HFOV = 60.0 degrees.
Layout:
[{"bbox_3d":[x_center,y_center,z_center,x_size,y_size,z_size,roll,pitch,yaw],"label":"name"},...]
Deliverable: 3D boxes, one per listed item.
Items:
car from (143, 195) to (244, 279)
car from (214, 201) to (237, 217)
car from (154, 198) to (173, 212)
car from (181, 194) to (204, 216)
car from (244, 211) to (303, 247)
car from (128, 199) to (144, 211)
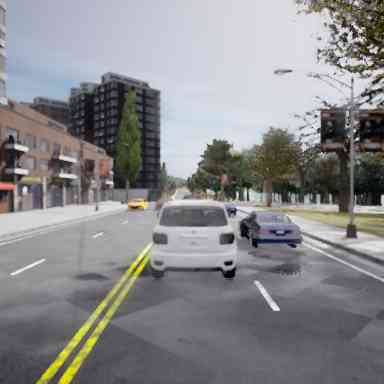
[{"bbox_3d":[0.043,1.223,10.213,2.150,2.045,5.566,0,0,0],"label":"car"},{"bbox_3d":[3.276,1.647,33.365,1.895,1.301,4.718,0,0,0],"label":"car"},{"bbox_3d":[-3.428,1.553,41.189,1.882,1.535,5.008,0,0,0],"label":"car"},{"bbox_3d":[0.026,1.270,33.803,2.150,2.045,5.566,0,0,0],"label":"car"},{"bbox_3d":[3.305,1.549,14.929,2.033,1.411,5.357,0,0,0],"label":"car"},{"bbox_3d":[-6.679,1.553,41.183,1.882,1.535,5.008,0,0,0],"label":"car"}]
